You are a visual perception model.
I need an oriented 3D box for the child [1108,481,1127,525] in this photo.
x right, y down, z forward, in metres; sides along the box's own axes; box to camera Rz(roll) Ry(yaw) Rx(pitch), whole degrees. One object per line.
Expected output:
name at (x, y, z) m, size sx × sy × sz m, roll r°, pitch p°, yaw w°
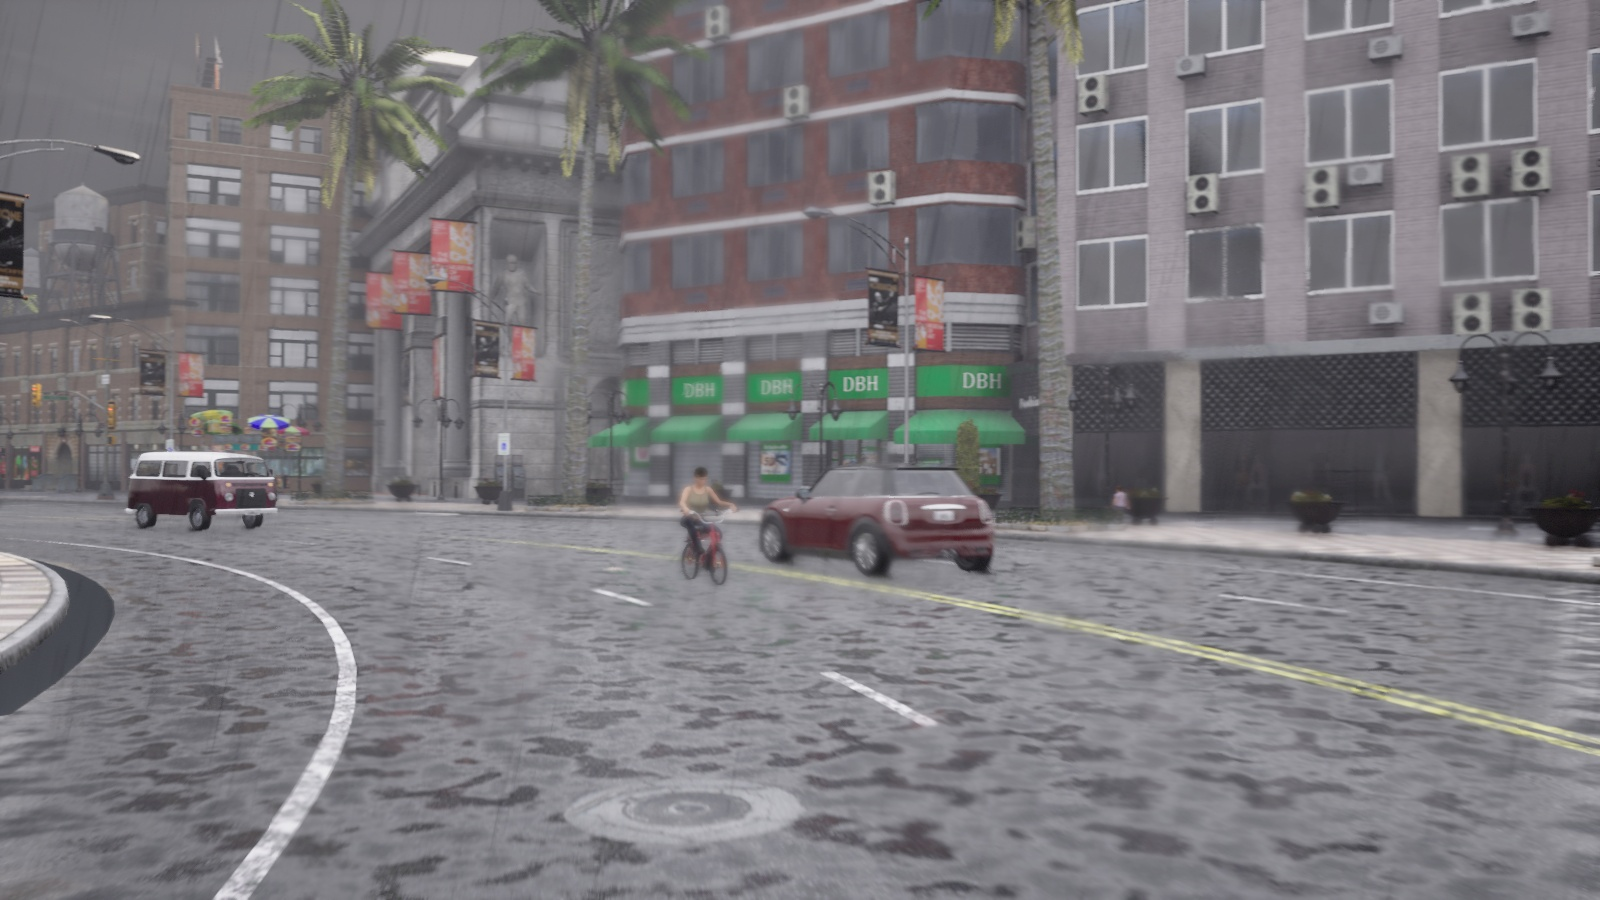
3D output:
child at (8.043, 1.340, 31.793) m, size 0.255 × 1.110 × 0.394 m, roll 0°, pitch -1°, yaw -29°

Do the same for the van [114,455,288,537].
van at (-15.845, 1.181, 33.172) m, size 4.480 × 2.038 × 2.069 m, roll -1°, pitch -1°, yaw 32°

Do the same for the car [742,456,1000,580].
car at (0.998, 1.010, 20.437) m, size 2.097 × 1.767 × 4.553 m, roll 0°, pitch -1°, yaw -29°

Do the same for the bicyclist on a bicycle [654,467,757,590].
bicyclist on a bicycle at (-1.331, 1.051, 17.433) m, size 0.866 × 1.612 × 1.509 m, roll 0°, pitch -1°, yaw -29°
